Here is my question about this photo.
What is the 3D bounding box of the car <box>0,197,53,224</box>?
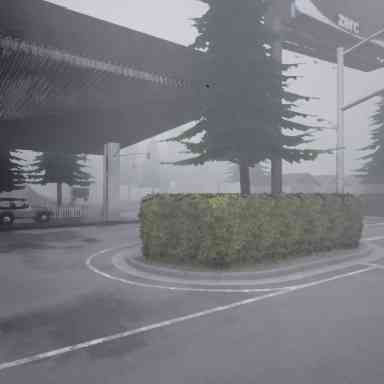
[{"bbox_3d":[-12.015,1.313,23.453,3.866,1.878,1.905,0,0,-36],"label":"car"}]
